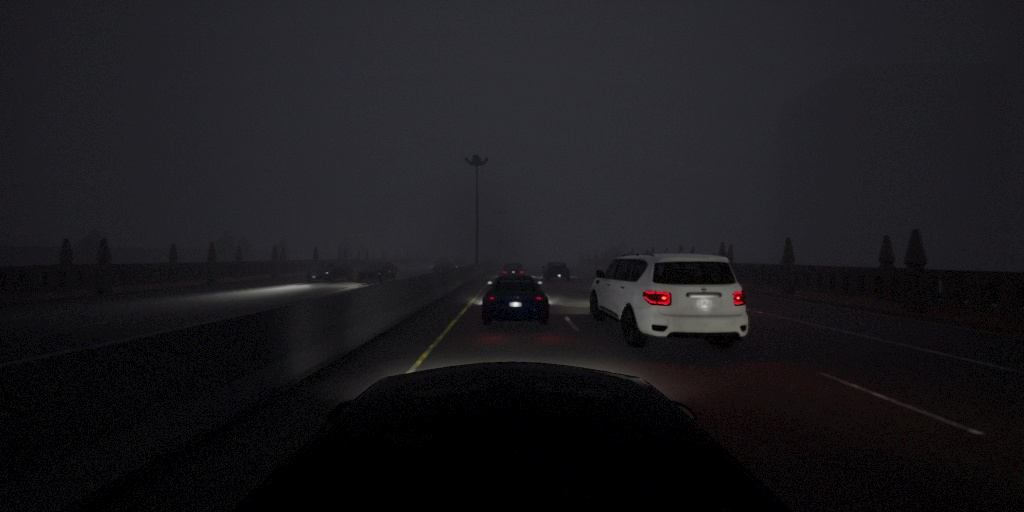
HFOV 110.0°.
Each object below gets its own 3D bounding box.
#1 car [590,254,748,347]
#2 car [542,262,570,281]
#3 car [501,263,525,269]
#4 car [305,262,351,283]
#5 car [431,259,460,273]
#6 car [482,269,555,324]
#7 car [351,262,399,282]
[{"bbox_3d":[3.601,0.965,9.398,2.150,2.045,5.566,0,0,0],"label":"car"},{"bbox_3d":[3.603,1.231,29.697,1.837,1.490,4.892,0,0,0],"label":"car"},{"bbox_3d":[0.104,1.274,29.772,2.033,1.411,5.357,0,0,0],"label":"car"},{"bbox_3d":[-14.094,1.220,27.966,2.128,1.511,4.902,0,0,0],"label":"car"},{"bbox_3d":[-7.087,1.284,37.587,1.994,1.385,4.181,0,0,0],"label":"car"},{"bbox_3d":[0.101,1.305,11.890,1.994,1.385,4.181,0,0,0],"label":"car"},{"bbox_3d":[-10.593,1.206,28.571,1.882,1.535,5.008,0,0,0],"label":"car"}]
